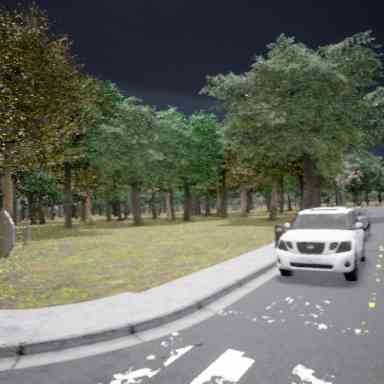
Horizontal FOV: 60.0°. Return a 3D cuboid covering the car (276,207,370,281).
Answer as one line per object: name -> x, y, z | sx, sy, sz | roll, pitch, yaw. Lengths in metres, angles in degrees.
car -> 4.634, 1.579, 11.491 | 2.150, 2.045, 5.566 | -4, -3, 31

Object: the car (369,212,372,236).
car -> 9.813, 2.164, 20.395 | 1.895, 1.301, 4.718 | -4, -3, 31
